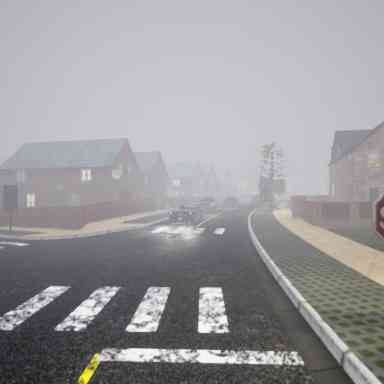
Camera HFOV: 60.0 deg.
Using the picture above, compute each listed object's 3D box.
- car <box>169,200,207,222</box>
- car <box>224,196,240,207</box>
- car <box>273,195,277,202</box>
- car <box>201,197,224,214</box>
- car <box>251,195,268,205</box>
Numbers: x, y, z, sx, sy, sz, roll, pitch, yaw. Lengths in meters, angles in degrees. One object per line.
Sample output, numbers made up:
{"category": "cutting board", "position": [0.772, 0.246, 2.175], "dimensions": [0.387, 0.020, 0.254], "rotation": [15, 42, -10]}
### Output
{"category": "car", "position": [-0.350, 1.586, 25.871], "dimensions": [1.895, 1.301, 4.718], "rotation": [0, 0, 12]}
{"category": "car", "position": [5.761, 1.393, 49.207], "dimensions": [1.882, 1.535, 5.008], "rotation": [0, 0, 19]}
{"category": "car", "position": [15.352, 1.322, 65.339], "dimensions": [1.837, 1.490, 4.892], "rotation": [0, 0, 27]}
{"category": "car", "position": [1.764, 1.313, 35.533], "dimensions": [2.097, 1.767, 4.553], "rotation": [0, 0, 14]}
{"category": "car", "position": [11.416, 1.218, 56.136], "dimensions": [2.097, 1.767, 4.553], "rotation": [0, 0, 23]}
